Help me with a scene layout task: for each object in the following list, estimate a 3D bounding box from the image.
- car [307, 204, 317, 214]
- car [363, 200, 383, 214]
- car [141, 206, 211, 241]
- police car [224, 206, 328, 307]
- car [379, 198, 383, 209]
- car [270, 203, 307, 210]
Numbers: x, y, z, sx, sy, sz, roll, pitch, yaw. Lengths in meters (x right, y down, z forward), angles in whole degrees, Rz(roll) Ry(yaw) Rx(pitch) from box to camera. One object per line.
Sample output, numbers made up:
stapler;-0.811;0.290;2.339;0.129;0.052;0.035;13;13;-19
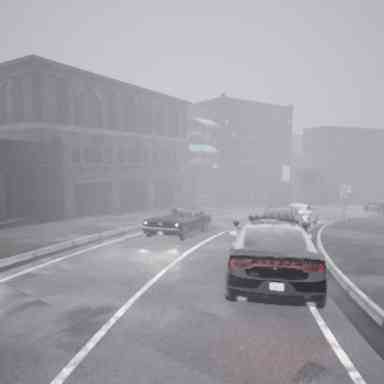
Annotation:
car;7.120;1.459;22.193;1.812;1.442;4.674;3;1;29
car;22.594;1.755;39.848;4.902;1.511;2.128;2;3;-32
car;-0.593;1.393;15.967;1.895;1.301;4.718;2;1;20
police car;1.921;1.375;8.129;1.930;1.638;5.238;1;0;11
car;29.302;1.764;47.334;4.892;1.490;1.837;3;4;-21
car;4.640;1.427;17.076;1.837;1.490;4.892;2;1;22
